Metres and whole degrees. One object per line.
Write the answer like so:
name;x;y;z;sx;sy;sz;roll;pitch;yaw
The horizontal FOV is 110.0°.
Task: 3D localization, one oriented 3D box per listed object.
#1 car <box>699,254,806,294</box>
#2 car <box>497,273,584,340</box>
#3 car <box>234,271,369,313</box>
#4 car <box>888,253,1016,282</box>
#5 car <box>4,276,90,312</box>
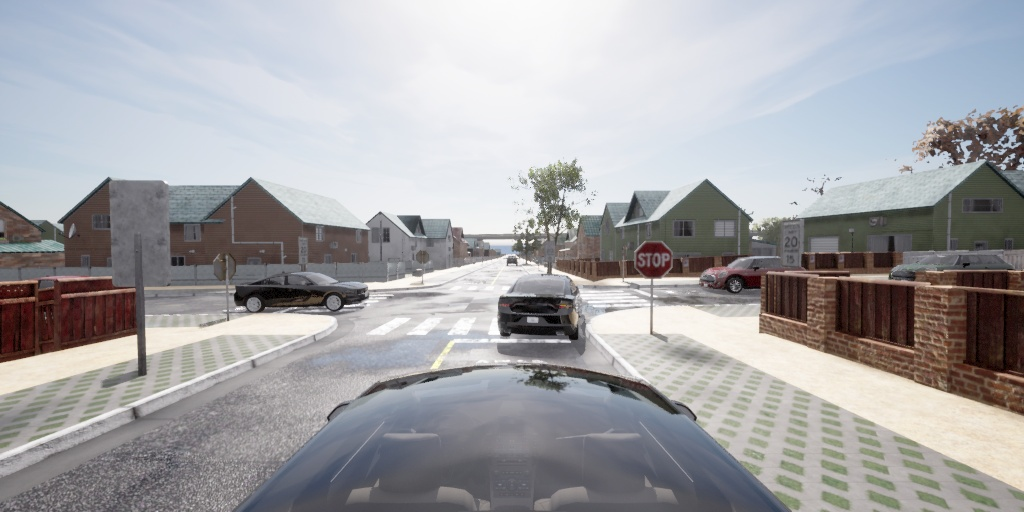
car;11.812;0.821;17.730;4.553;1.767;2.097;-1;2;0
car;0.961;1.225;10.125;1.882;1.535;5.008;0;0;12
car;-8.464;1.377;14.655;5.008;1.535;1.882;-1;2;0
car;21.707;0.646;17.798;4.553;1.767;2.097;-1;2;0
car;-18.016;1.547;14.595;5.008;1.535;1.882;-1;2;0
